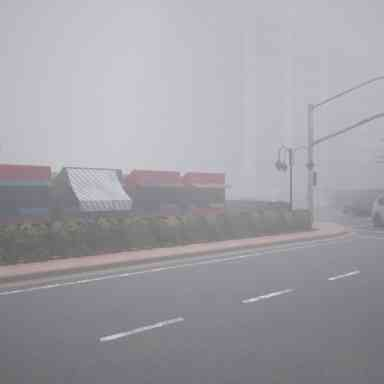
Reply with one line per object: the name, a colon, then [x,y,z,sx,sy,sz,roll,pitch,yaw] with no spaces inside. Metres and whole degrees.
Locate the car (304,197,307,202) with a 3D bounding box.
car: [19.024,1.114,59.110,1.905,1.878,3.866,0,0,-36]

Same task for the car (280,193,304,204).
car: [16.632,1.114,57.399,1.905,1.878,3.866,0,0,-36]

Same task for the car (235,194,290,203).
car: [6.565,1.296,30.929,2.097,1.767,4.553,0,0,-36]

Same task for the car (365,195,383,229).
car: [12.151,1.206,18.490,2.150,2.045,5.566,1,0,4]

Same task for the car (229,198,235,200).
car: [5.692,1.434,38.099,2.128,1.511,4.902,0,0,-36]

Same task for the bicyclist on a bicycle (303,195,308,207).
bicyclist on a bicycle: [15.550,1.246,44.917,1.656,1.620,0.582,0,0,-36]

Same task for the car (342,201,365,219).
car: [14.471,1.441,26.355,2.128,1.511,4.902,0,0,-40]
